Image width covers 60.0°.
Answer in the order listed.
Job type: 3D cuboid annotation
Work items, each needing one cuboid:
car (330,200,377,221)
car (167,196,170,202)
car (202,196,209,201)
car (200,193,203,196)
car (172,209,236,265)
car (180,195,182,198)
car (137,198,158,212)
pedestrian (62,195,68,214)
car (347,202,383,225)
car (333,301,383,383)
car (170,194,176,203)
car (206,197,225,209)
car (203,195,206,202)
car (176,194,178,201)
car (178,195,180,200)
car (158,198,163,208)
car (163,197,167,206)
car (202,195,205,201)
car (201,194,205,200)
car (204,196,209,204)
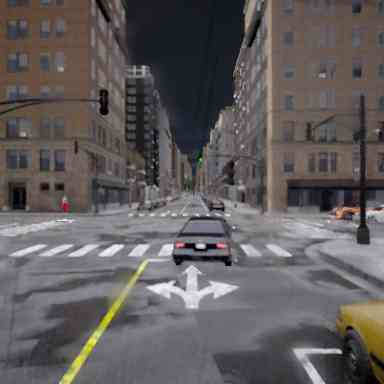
[{"bbox_3d":[14.093,1.539,27.985,4.553,1.767,2.097,1,-1,0],"label":"car"},{"bbox_3d":[-5.327,1.607,56.645,1.887,1.381,4.507,1,0,1],"label":"car"},{"bbox_3d":[3.619,1.654,89.727,1.947,1.339,4.313,1,0,1],"label":"car"},{"bbox_3d":[3.479,1.631,78.666,2.008,1.369,4.403,1,0,1],"label":"car"},{"bbox_3d":[0.538,1.562,11.779,2.033,1.411,5.357,0,0,7],"label":"car"},{"bbox_3d":[-4.833,1.408,95.347,2.192,1.841,5.009,1,0,1],"label":"car"},{"bbox_3d":[-5.538,1.628,40.059,1.802,1.307,4.206,1,0,1],"label":"car"},{"bbox_3d":[-12.361,1.187,32.326,0.375,1.860,0.375,0,-1,0],"label":"pedestrian"},{"bbox_3d":[14.445,1.678,24.719,4.674,1.442,1.812,0,-1,1],"label":"car"},{"bbox_3d":[2.675,1.529,2.461,1.752,1.417,4.829,1,0,0],"label":"car"},{"bbox_3d":[-5.118,1.602,73.062,1.752,1.417,4.829,1,0,1],"label":"car"},{"bbox_3d":[2.987,1.611,39.954,1.947,1.339,4.313,1,0,1],"label":"car"},{"bbox_3d":[3.128,1.607,51.015,2.008,1.369,4.403,1,0,1],"label":"car"},{"bbox_3d":[-5.046,1.647,78.761,1.947,1.339,4.313,1,0,1],"label":"car"},{"bbox_3d":[-4.905,1.655,89.818,1.947,1.339,4.313,1,0,1],"label":"car"},{"bbox_3d":[-5.468,1.618,45.588,1.947,1.339,4.313,1,0,1],"label":"car"},{"bbox_3d":[-5.397,1.608,51.116,2.008,1.369,4.403,1,0,1],"label":"car"},{"bbox_3d":[3.198,1.606,56.545,1.887,1.381,4.507,1,0,1],"label":"car"},{"bbox_3d":[3.338,1.637,67.606,1.947,1.339,4.313,1,0,1],"label":"car"},{"bbox_3d":[3.058,1.595,45.485,1.887,1.381,4.507,1,0,1],"label":"car"}]
